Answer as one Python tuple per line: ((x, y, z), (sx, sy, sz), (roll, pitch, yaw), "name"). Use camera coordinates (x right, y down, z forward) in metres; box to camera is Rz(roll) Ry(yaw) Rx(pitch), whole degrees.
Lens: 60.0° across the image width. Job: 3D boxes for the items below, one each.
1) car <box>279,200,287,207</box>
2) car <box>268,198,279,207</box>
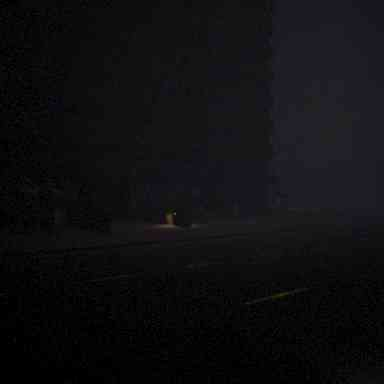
((13.812, 1.766, 56.410), (2.097, 1.767, 4.553), (1, 0, -36), "car")
((10.966, 1.589, 54.386), (2.150, 2.045, 5.566), (1, -1, -36), "car")
